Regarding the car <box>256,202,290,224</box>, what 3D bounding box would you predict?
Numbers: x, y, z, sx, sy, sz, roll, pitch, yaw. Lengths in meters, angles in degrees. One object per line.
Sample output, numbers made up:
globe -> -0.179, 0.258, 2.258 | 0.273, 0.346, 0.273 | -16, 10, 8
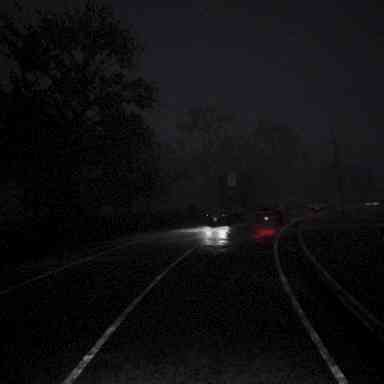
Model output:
car -> 6.096, 1.554, 24.942 | 1.837, 1.490, 4.892 | -3, -1, 25

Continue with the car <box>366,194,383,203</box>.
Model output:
car -> 31.555, 1.111, 56.652 | 4.181, 1.385, 1.994 | -4, -3, -33

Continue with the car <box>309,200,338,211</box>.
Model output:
car -> 15.706, 1.548, 39.462 | 1.895, 1.301, 4.718 | -5, -2, 41

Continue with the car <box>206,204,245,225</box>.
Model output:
car -> 2.634, 1.665, 25.602 | 2.128, 1.511, 4.902 | -2, -1, 25
